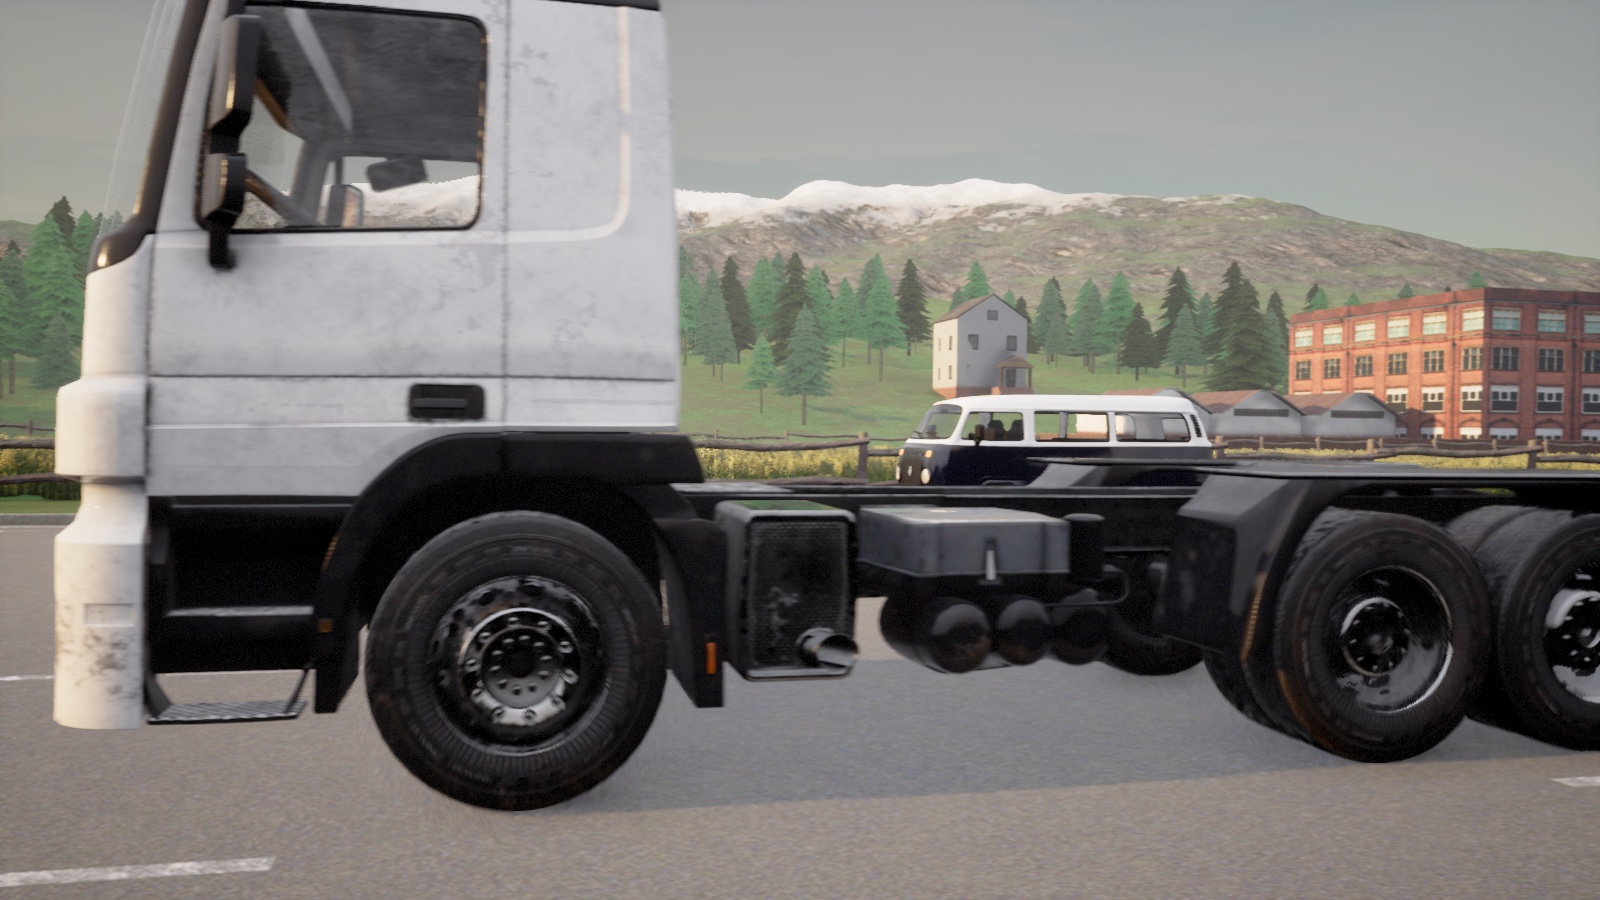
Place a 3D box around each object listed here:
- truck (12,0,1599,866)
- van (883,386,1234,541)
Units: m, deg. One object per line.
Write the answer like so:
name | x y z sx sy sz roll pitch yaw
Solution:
truck | 0.864 -0.360 6.594 7.936 3.462 2.891 0 1 -13
van | 3.654 0.148 18.056 4.480 2.038 2.069 0 1 -13
